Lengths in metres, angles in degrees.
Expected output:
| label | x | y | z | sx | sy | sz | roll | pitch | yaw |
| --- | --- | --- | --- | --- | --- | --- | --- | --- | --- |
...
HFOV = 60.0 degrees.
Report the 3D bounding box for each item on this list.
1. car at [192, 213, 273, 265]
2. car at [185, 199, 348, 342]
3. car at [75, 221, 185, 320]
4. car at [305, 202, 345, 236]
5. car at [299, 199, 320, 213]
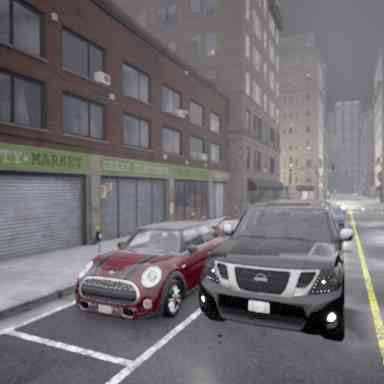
| label | x | y | z | sx | sy | sz | roll | pitch | yaw |
| --- | --- | --- | --- | --- | --- | --- | --- | --- | --- |
| car | 1.716 | 1.573 | 12.456 | 1.802 | 1.307 | 4.206 | -1 | 0 | 25 |
| car | 2.062 | 1.216 | 7.070 | 2.150 | 2.045 | 5.566 | 0 | 0 | 24 |
| car | -0.628 | 1.436 | 7.385 | 1.967 | 1.590 | 4.097 | -1 | 0 | 25 |
| car | 7.924 | 1.458 | 19.515 | 1.882 | 1.535 | 5.008 | 0 | 0 | 25 |
| car | 13.428 | 1.500 | 37.810 | 1.887 | 1.381 | 4.507 | -1 | 0 | 25 |
